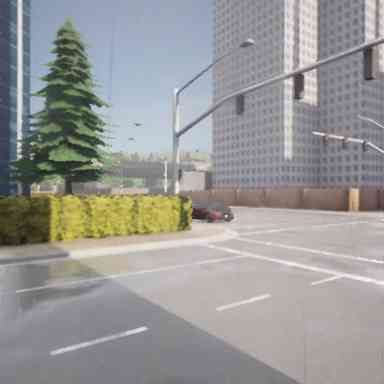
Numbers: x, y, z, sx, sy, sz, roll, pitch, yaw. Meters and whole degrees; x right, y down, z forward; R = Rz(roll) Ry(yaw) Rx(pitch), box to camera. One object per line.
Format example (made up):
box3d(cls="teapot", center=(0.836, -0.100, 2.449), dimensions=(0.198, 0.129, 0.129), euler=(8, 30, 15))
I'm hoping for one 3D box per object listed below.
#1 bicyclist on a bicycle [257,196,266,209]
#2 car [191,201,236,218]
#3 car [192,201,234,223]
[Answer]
box3d(cls="bicyclist on a bicycle", center=(8.751, 1.279, 41.910), dimensions=(1.656, 1.620, 0.582), euler=(0, 0, -35))
box3d(cls="car", center=(1.929, 1.551, 30.783), dimensions=(1.994, 1.385, 4.181), euler=(0, 0, -35))
box3d(cls="car", center=(1.325, 1.553, 25.557), dimensions=(1.994, 1.385, 4.181), euler=(0, 0, -35))
